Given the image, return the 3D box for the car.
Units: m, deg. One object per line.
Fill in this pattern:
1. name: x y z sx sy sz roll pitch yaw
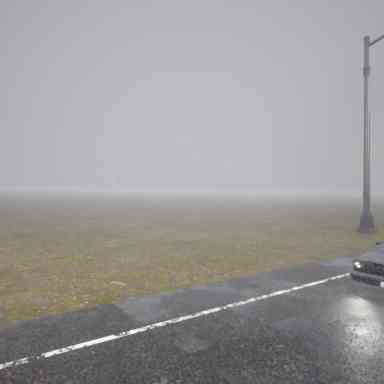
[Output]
1. car: 6.214 1.548 8.437 5.357 1.411 2.033 0 0 -36
